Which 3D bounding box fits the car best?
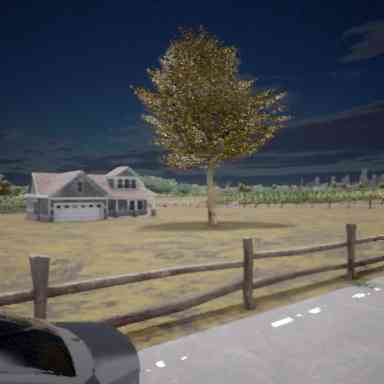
[{"bbox_3d":[-2.475,1.504,1.305,4.892,1.490,1.837,0,0,-36],"label":"car"}]
